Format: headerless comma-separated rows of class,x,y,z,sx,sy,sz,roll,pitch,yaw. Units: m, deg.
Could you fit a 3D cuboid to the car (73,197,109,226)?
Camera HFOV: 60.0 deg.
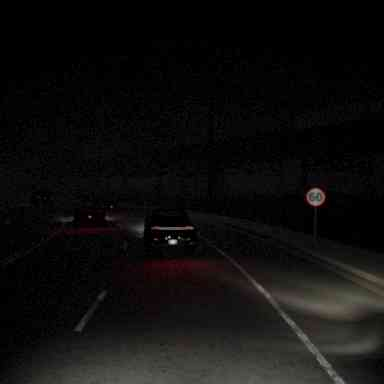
car,-6.852,1.313,22.116,1.882,1.535,5.008,0,0,-18

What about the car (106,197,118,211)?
car,-9.225,1.266,35.143,1.812,1.442,4.674,0,1,-31

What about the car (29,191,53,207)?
car,-20.920,0.897,46.064,2.150,2.045,5.566,0,1,-36

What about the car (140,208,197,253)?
car,-1.008,1.405,13.346,2.128,1.511,4.902,0,0,-9
